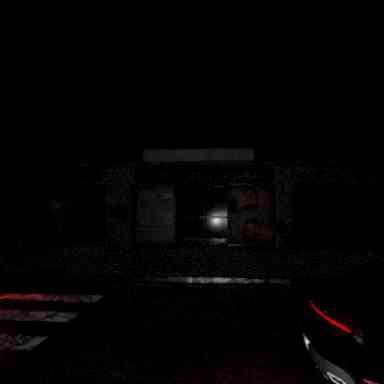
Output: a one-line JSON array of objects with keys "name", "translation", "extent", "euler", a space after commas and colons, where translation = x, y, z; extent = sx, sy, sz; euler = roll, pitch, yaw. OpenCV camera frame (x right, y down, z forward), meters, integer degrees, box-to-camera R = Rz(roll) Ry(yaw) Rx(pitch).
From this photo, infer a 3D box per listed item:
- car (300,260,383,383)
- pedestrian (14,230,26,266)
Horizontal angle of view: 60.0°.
[{"name": "car", "translation": [3.793, 1.531, 3.765], "extent": [4.892, 1.490, 1.837], "euler": [-1, -1, 6]}, {"name": "pedestrian", "translation": [-5.492, 1.784, 10.651], "extent": [0.500, 1.100, 0.500], "euler": [0, -1, 6]}]
